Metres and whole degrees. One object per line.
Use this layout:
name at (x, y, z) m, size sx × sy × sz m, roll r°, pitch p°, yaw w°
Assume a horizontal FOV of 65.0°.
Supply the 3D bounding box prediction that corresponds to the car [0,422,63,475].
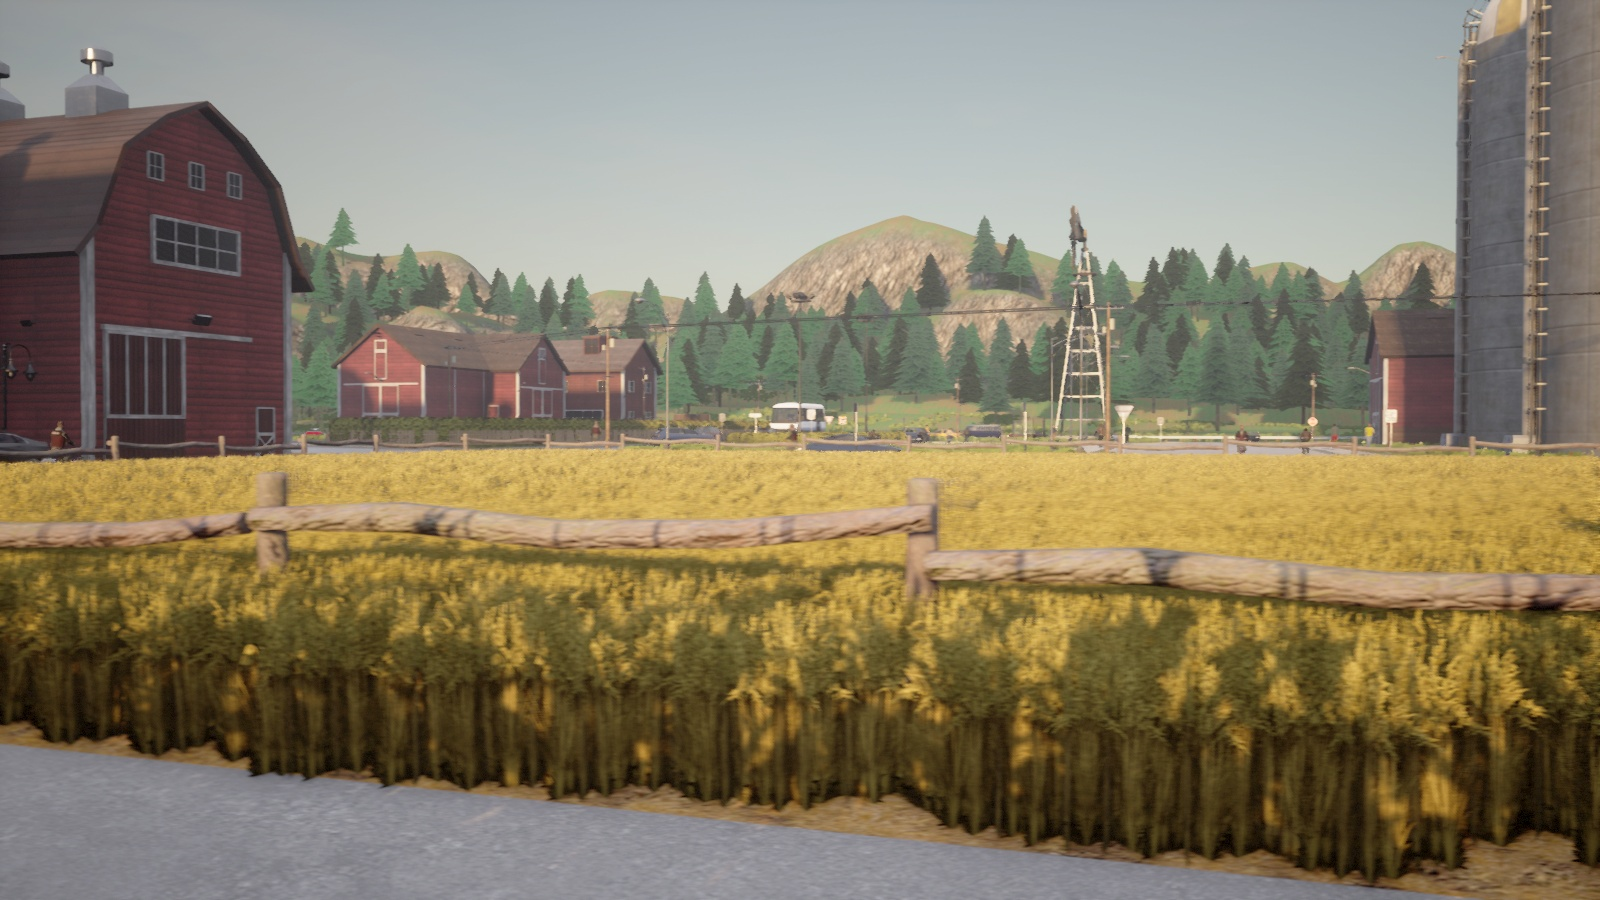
car at (-24.171, -0.050, 36.273) m, size 2.128 × 1.511 × 4.902 m, roll 1°, pitch 1°, yaw 15°

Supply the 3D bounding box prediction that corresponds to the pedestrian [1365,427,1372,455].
pedestrian at (36.564, -0.582, 80.761) m, size 0.354 × 1.836 × 0.706 m, roll 1°, pitch 1°, yaw 18°

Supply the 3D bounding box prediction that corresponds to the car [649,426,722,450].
car at (-8.142, -0.872, 89.094) m, size 4.856 × 1.649 × 2.033 m, roll 0°, pitch 0°, yaw -15°

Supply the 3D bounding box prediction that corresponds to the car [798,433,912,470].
car at (2.205, 0.051, 50.416) m, size 4.181 × 1.385 × 1.994 m, roll 1°, pitch 1°, yaw 18°

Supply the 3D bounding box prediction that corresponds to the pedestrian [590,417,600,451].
pedestrian at (-11.316, -0.868, 69.377) m, size 0.376 × 1.854 × 0.720 m, roll 1°, pitch 1°, yaw 4°
